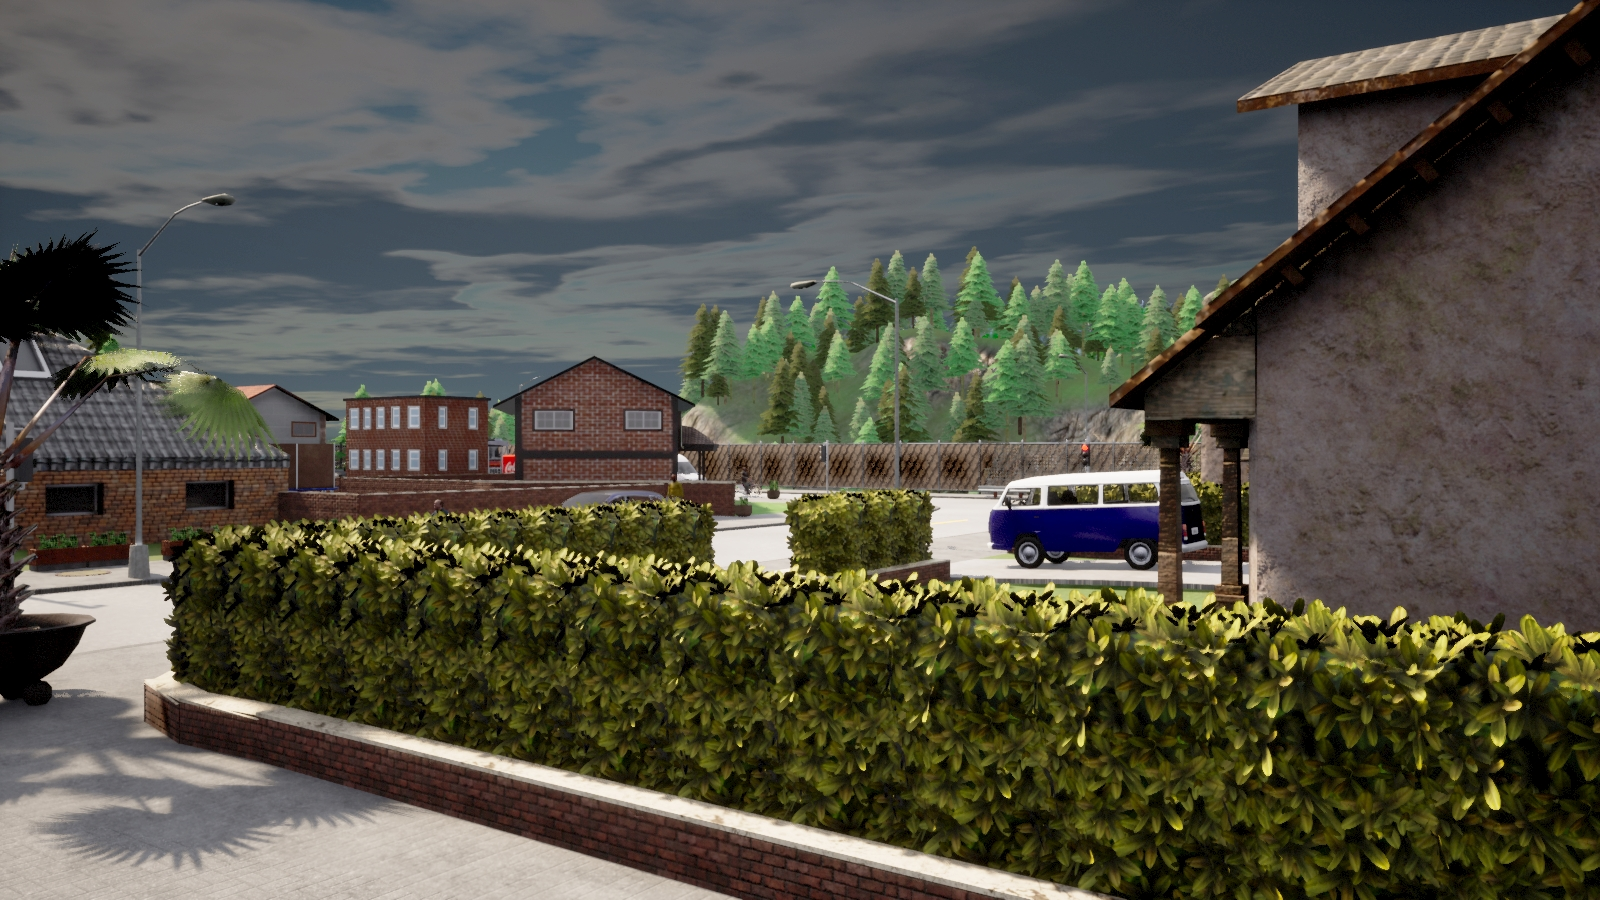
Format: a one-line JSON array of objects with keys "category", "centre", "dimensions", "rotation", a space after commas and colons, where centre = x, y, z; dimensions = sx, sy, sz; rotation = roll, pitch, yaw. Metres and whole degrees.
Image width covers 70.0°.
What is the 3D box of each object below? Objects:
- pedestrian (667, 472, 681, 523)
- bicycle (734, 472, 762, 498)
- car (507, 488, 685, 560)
[{"category": "pedestrian", "centre": [-4.615, 1.732, 41.916], "dimensions": [0.375, 1.860, 0.375], "rotation": [0, 0, 29]}, {"category": "bicycle", "centre": [-3.062, 2.044, 67.024], "dimensions": [1.835, 1.471, 0.329], "rotation": [0, 0, 35]}, {"category": "car", "centre": [-5.549, 1.959, 31.591], "dimensions": [2.242, 1.667, 4.611], "rotation": [0, 0, 35]}]
